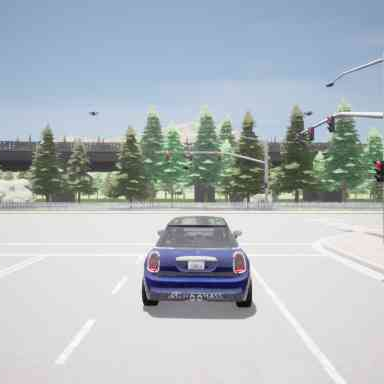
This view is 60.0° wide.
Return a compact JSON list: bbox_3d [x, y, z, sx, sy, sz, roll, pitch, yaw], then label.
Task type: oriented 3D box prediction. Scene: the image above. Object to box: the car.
[{"bbox_3d":[0.173,1.352,8.152,2.097,1.767,4.553,0,0,3],"label":"car"}]
